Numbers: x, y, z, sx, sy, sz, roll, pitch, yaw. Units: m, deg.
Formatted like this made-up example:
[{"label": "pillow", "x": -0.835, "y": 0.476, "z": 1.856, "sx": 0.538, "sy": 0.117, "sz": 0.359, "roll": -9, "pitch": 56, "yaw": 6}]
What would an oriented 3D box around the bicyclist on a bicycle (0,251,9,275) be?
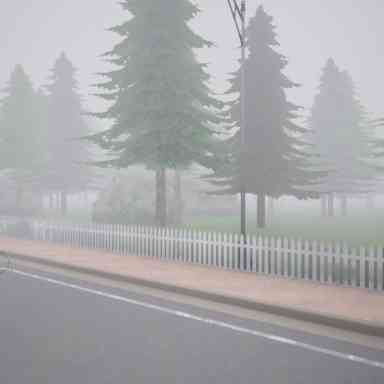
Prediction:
[{"label": "bicyclist on a bicycle", "x": -5.449, "y": 1.437, "z": 8.370, "sx": 0.582, "sy": 1.620, "sz": 1.656, "roll": 0, "pitch": 1, "yaw": 34}]
